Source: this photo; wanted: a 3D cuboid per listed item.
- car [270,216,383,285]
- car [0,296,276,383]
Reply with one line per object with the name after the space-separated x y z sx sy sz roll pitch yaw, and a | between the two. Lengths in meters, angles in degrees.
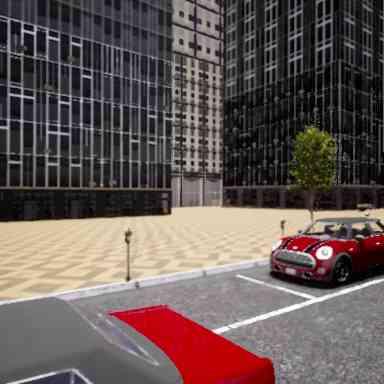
4.102 1.467 9.483 4.097 1.590 1.967 0 0 -35 | car
-1.697 1.601 2.158 4.718 1.301 1.895 0 0 -35 | car
